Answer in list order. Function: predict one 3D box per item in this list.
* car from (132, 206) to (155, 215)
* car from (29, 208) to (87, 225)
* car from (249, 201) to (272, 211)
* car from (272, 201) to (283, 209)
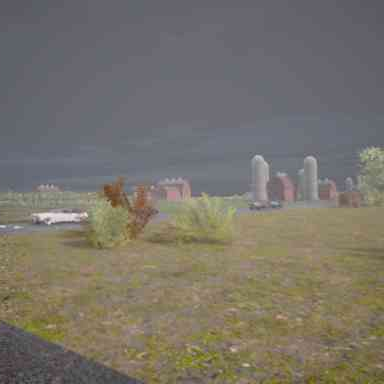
[{"bbox_3d":[-6.173,2.269,37.971,1.895,1.301,4.718,-2,-2,36],"label":"car"},{"bbox_3d":[-12.007,2.162,29.931,1.895,1.301,4.718,-2,-2,37],"label":"car"},{"bbox_3d":[11.150,2.359,55.773,1.812,1.442,4.674,-2,-2,36],"label":"car"},{"bbox_3d":[15.299,2.439,61.584,1.812,1.442,4.674,-2,-2,36],"label":"car"}]
